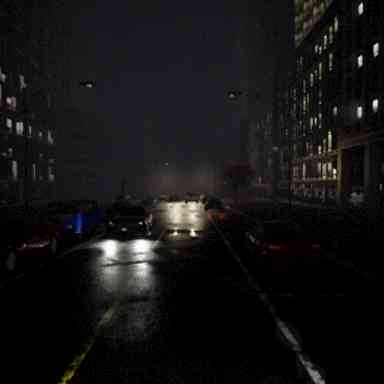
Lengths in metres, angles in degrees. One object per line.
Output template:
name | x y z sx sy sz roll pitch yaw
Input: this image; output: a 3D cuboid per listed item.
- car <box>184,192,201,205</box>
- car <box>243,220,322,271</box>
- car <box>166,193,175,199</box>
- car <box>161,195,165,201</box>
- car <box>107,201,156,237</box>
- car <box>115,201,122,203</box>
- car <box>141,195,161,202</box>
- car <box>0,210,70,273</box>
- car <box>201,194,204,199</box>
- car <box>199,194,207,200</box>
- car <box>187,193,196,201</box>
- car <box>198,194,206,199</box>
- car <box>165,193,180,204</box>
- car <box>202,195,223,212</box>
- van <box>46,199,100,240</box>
car | -0.042 0.957 54.336 2.150 2.045 5.566 0 0 0
car | 2.671 1.526 10.461 1.802 1.307 4.206 -1 0 0
car | -5.768 1.035 89.203 1.967 1.590 4.097 -1 0 0
car | -5.750 1.235 66.703 2.008 1.369 4.403 -1 0 0
car | -3.112 1.434 17.581 1.812 1.442 4.674 0 0 0
car | -5.722 1.404 27.328 1.887 1.381 4.507 -1 0 0
car | -5.734 1.331 44.204 2.008 1.369 4.403 -1 0 0
car | -5.710 1.489 10.454 1.887 1.381 4.507 -1 0 0
car | 2.636 1.171 55.459 1.967 1.590 4.097 -1 0 0
car | 2.622 1.163 78.130 1.752 1.417 4.829 -1 0 0
car | -0.049 0.992 70.620 1.882 1.535 5.008 0 0 0
car | 2.615 1.161 89.209 1.947 1.339 4.313 -1 0 0
car | -3.093 1.198 57.819 1.882 1.535 5.008 0 0 0
car | 2.325 1.342 36.335 1.812 1.442 4.674 0 0 0
van | -5.717 1.257 16.077 1.690 1.788 3.998 -1 0 0
